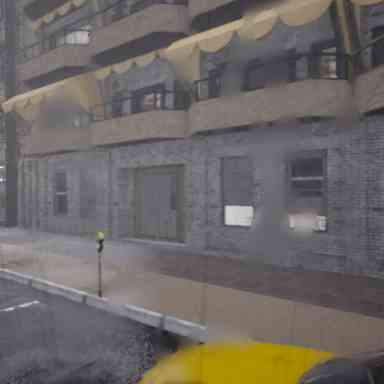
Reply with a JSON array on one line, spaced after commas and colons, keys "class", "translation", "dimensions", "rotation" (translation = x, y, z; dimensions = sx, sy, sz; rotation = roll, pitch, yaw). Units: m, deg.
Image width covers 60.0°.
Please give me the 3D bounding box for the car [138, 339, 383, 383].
[{"class": "car", "translation": [1.595, 1.529, 1.751], "dimensions": [4.829, 1.417, 1.752], "rotation": [1, -1, 36]}]
